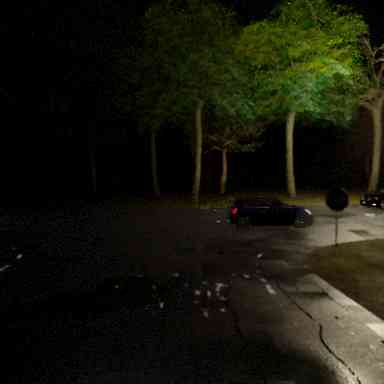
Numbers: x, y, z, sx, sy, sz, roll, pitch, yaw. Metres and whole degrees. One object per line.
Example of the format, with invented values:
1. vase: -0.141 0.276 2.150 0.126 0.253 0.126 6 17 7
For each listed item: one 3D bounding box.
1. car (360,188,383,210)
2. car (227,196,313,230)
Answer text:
1. car: 15.967 0.315 25.503 5.566 2.045 2.150 -3 4 0
2. car: 4.298 1.033 18.506 4.553 1.767 2.097 0 3 0
